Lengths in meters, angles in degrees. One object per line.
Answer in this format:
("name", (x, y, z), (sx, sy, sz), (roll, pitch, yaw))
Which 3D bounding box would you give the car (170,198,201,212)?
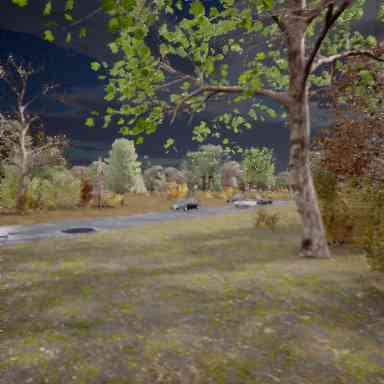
("car", (-0.664, 1.434, 37.597), (2.128, 1.511, 4.902), (0, 0, 28))

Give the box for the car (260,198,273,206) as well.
("car", (11.922, 1.565, 54.837), (1.895, 1.301, 4.718), (0, 0, 28))

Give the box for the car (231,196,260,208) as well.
("car", (7.523, 1.560, 46.384), (1.895, 1.301, 4.718), (0, 0, 28))

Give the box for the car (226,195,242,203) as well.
("car", (6.923, 1.150, 51.786), (1.882, 1.535, 5.008), (0, 0, 28))
